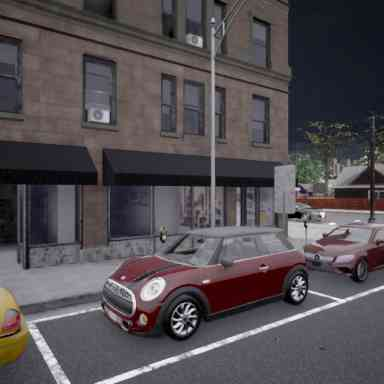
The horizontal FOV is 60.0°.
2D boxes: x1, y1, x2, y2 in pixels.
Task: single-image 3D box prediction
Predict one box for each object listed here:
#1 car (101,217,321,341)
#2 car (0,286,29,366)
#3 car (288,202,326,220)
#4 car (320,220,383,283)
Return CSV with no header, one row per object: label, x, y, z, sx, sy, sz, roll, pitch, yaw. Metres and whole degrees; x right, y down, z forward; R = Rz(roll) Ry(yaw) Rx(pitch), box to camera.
car,0.364,1.440,6.443,4.097,1.590,1.967,0,0,-35
car,-4.272,1.525,3.145,4.829,1.417,1.752,0,0,-35
car,8.445,1.592,27.077,2.128,1.511,4.902,0,0,-37
car,4.862,1.582,9.642,4.206,1.307,1.802,0,0,-35
